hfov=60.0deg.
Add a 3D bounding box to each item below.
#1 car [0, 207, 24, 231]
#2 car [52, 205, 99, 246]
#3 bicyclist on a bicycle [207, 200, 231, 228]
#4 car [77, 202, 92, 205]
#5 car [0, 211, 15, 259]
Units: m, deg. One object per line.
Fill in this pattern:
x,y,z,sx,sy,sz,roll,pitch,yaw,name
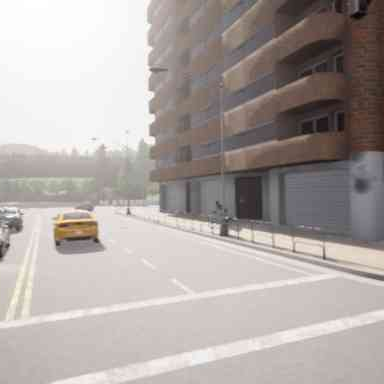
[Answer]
-12.488,1.795,22.521,2.128,1.511,4.902,-1,0,-24,car
-5.871,1.640,16.647,1.882,1.535,5.008,-1,0,-24,car
1.659,1.335,20.114,1.656,1.620,0.582,-1,0,-24,bicyclist on a bicycle
-14.027,1.961,43.664,1.994,1.385,4.181,-1,0,-24,car
-8.329,1.722,13.138,1.812,1.442,4.674,-1,0,-24,car
